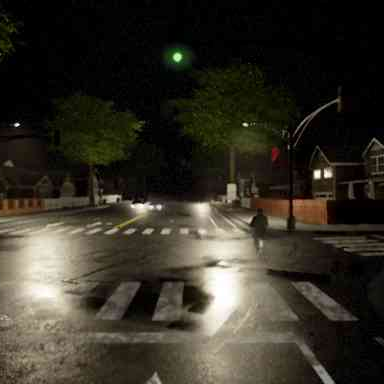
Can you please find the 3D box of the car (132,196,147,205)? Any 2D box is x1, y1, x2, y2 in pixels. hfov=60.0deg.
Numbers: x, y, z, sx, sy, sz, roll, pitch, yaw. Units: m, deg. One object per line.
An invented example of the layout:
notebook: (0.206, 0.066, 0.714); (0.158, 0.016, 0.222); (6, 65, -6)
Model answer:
car: (-9.742, 1.487, 61.790); (2.097, 1.767, 4.553); (0, 0, 0)

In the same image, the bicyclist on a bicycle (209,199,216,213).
bicyclist on a bicycle: (2.274, 1.524, 36.787); (0.866, 1.612, 1.509); (0, 0, 0)

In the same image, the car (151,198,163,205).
car: (-6.492, 1.735, 61.729); (1.895, 1.301, 4.718); (0, 0, 0)

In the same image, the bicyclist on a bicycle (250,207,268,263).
bicyclist on a bicycle: (2.251, 1.401, 11.276); (0.659, 1.776, 1.843); (0, 0, 0)
